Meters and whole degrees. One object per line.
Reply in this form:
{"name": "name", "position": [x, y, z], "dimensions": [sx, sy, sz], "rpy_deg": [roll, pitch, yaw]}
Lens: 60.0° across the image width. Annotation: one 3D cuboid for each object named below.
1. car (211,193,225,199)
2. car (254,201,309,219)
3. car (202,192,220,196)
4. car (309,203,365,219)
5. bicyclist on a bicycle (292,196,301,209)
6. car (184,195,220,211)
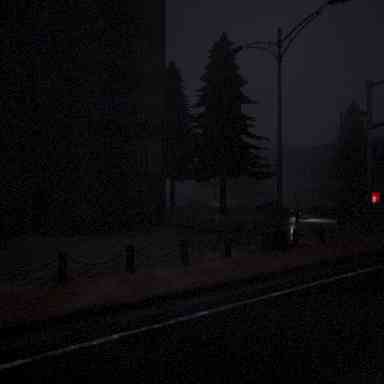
{"name": "car", "position": [7.287, 1.090, 94.517], "dimensions": [1.905, 1.878, 3.866], "rpy_deg": [0, 0, -37]}
{"name": "car", "position": [7.558, 1.540, 29.486], "dimensions": [1.812, 1.442, 4.674], "rpy_deg": [0, 0, -38]}
{"name": "car", "position": [5.199, 1.110, 92.455], "dimensions": [1.932, 1.855, 4.605], "rpy_deg": [0, 0, -37]}
{"name": "car", "position": [12.397, 1.615, 29.201], "dimensions": [1.895, 1.301, 4.718], "rpy_deg": [0, 0, -37]}
{"name": "bicyclist on a bicycle", "position": [11.496, 1.315, 36.649], "dimensions": [1.656, 1.620, 0.582], "rpy_deg": [0, 0, -37]}
{"name": "car", "position": [1.354, 1.492, 37.674], "dimensions": [1.882, 1.535, 5.008], "rpy_deg": [0, 0, -37]}
